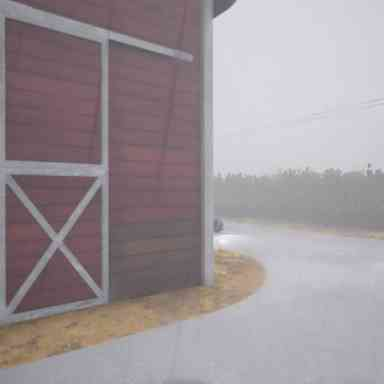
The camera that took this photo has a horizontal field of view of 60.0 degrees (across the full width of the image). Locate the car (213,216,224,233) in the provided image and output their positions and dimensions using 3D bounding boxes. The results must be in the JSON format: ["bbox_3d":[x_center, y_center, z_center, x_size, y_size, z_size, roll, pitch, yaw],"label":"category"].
[{"bbox_3d":[-0.049,1.544,18.747,1.994,1.385,4.181,0,0,-32],"label":"car"}]
